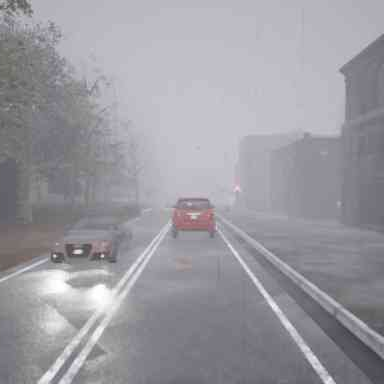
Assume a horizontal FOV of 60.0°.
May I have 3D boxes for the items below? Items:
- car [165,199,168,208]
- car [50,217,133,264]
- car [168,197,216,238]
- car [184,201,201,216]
[{"bbox_3d":[-3.459,1.920,55.094,2.128,1.511,4.902,0,-1,0],"label":"car"},{"bbox_3d":[-3.359,1.592,11.827,1.994,1.385,4.181,0,0,0],"label":"car"},{"bbox_3d":[0.081,1.290,18.302,2.150,2.045,5.566,0,0,0],"label":"car"},{"bbox_3d":[0.028,1.769,36.529,1.812,1.442,4.674,0,-1,0],"label":"car"}]
